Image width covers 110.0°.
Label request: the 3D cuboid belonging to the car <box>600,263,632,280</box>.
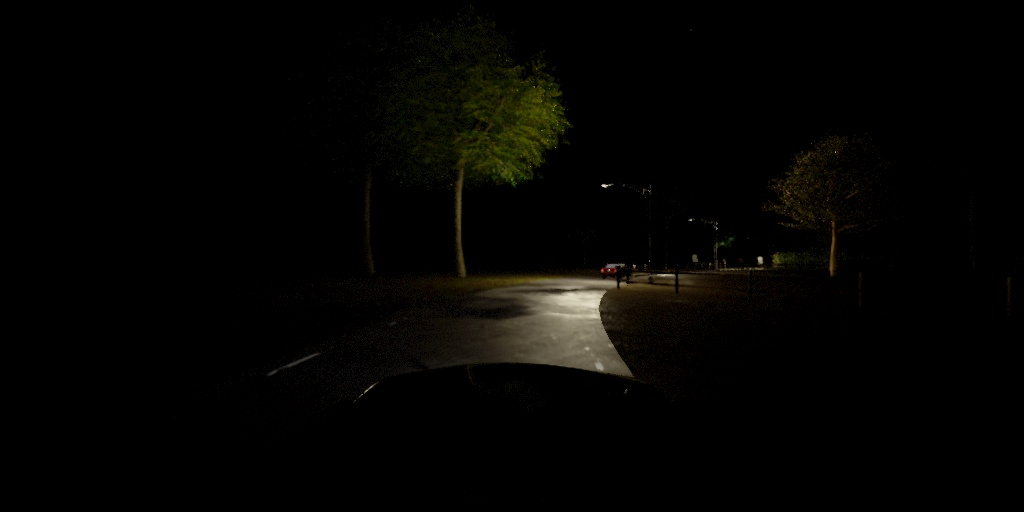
[{"bbox_3d":[9.728,1.338,33.315,2.033,1.411,5.357,0,0,31],"label":"car"}]
